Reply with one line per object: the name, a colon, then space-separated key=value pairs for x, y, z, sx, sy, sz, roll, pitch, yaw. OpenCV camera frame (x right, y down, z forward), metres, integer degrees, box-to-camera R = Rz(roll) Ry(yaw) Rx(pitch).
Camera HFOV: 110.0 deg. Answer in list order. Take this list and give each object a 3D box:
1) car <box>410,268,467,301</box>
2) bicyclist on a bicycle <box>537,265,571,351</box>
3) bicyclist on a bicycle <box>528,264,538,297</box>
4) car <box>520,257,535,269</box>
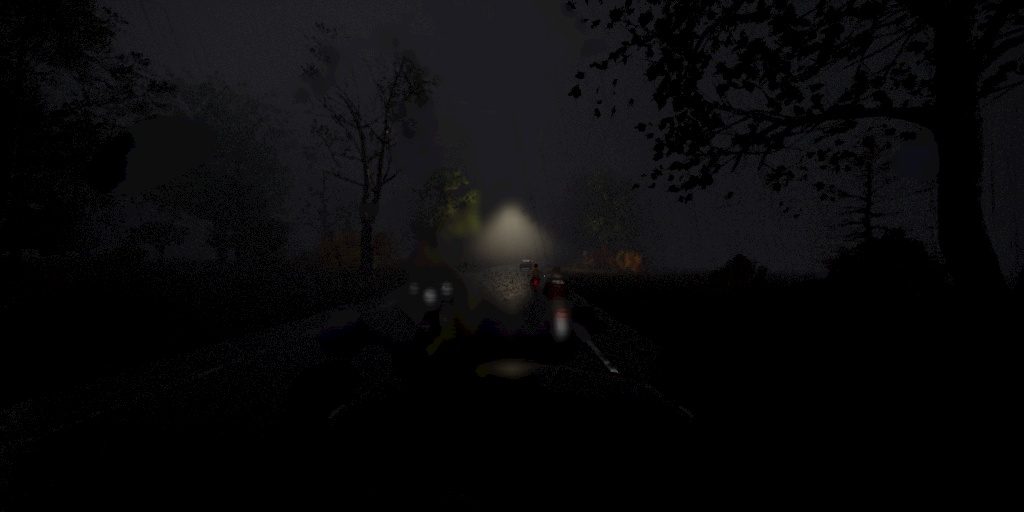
car: x=-3.392 y=1.297 z=17.720 sx=2.033 sy=1.411 sz=5.357 roll=0 pitch=0 yaw=1
bicyclist on a bicycle: x=1.019 y=1.120 z=8.145 sx=0.659 sy=1.776 sz=1.843 roll=0 pitch=0 yaw=1
bicyclist on a bicycle: x=1.202 y=1.189 z=17.944 sx=0.866 sy=1.612 sz=1.509 roll=0 pitch=0 yaw=1
car: x=2.316 y=1.344 z=58.884 sx=2.128 sy=1.511 sz=4.902 roll=0 pitch=0 yaw=4
